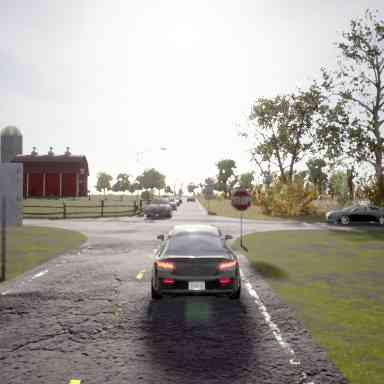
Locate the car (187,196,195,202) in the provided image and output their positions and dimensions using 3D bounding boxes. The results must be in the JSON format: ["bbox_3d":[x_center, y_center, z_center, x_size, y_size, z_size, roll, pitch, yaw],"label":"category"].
[{"bbox_3d":[-0.216,1.656,80.436,1.994,1.385,4.181,0,0,0],"label":"car"}]

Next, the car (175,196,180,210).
[{"bbox_3d":[-2.956,1.538,43.193,1.837,1.490,4.892,0,1,0],"label":"car"}]

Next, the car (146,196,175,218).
[{"bbox_3d":[-2.928,1.371,30.182,2.097,1.767,4.553,0,0,0],"label":"car"}]

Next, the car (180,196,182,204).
[{"bbox_3d":[-2.969,1.604,56.398,2.033,1.411,5.357,0,0,0],"label":"car"}]

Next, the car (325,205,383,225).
[{"bbox_3d":[12.916,1.742,25.789,4.902,1.511,2.128,1,-1,0],"label":"car"}]

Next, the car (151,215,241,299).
[{"bbox_3d":[0.074,1.529,8.305,1.812,1.442,4.674,0,0,0],"label":"car"}]

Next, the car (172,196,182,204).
[{"bbox_3d":[-2.948,1.554,67.466,1.882,1.535,5.008,0,0,0],"label":"car"}]
